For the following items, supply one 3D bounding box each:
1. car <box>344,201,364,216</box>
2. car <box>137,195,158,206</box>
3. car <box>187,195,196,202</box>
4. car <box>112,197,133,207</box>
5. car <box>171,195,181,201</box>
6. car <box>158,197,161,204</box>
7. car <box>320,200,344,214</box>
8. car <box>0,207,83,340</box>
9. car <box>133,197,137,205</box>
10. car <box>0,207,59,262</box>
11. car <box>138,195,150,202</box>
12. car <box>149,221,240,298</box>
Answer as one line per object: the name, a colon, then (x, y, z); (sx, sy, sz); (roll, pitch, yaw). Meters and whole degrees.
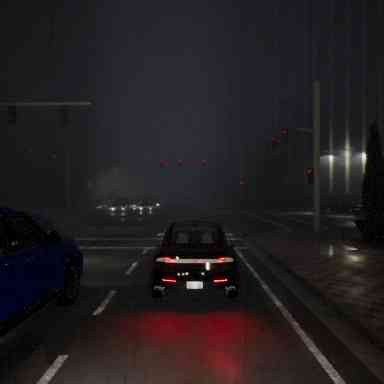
car: (17.479, 1.505, 31.472); (4.892, 1.490, 1.837); (0, 0, -1)
car: (-7.183, 1.505, 54.039); (1.837, 1.490, 4.892); (0, 0, 0)
car: (-0.134, 1.429, 75.564); (1.837, 1.490, 4.892); (0, 0, 0)
car: (-10.688, 1.526, 50.271); (1.812, 1.442, 4.674); (0, 0, 0)
car: (-3.635, 1.339, 76.097); (1.812, 1.442, 4.674); (0, 0, 0)
car: (-7.154, 1.564, 65.042); (1.994, 1.385, 4.181); (0, 0, 0)
car: (15.231, 1.564, 34.946); (4.181, 1.385, 1.994); (0, 0, -1)
car: (-3.451, 1.221, 4.886); (2.150, 2.045, 5.566); (0, 0, 1)
car: (-10.674, 1.600, 59.601); (1.895, 1.301, 4.718); (0, 0, 0)
car: (-7.122, 1.477, 12.944); (1.882, 1.535, 5.008); (0, 0, 0)
car: (-10.631, 1.467, 73.811); (1.882, 1.535, 5.008); (0, 0, 0)
car: (0.078, 1.492, 8.518); (2.128, 1.511, 4.902); (0, 0, 1)
